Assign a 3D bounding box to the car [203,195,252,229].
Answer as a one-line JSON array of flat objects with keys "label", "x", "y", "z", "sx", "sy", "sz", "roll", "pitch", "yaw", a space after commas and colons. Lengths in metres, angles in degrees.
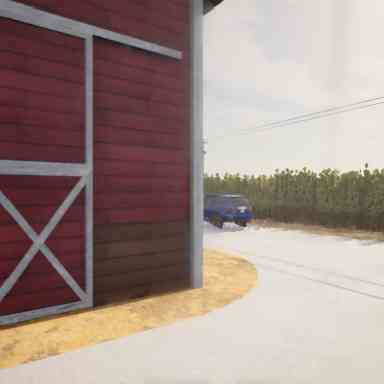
[{"label": "car", "x": 1.562, "y": 1.209, "z": 21.976, "sx": 2.150, "sy": 2.045, "sz": 5.566, "roll": 0, "pitch": 0, "yaw": -32}]
